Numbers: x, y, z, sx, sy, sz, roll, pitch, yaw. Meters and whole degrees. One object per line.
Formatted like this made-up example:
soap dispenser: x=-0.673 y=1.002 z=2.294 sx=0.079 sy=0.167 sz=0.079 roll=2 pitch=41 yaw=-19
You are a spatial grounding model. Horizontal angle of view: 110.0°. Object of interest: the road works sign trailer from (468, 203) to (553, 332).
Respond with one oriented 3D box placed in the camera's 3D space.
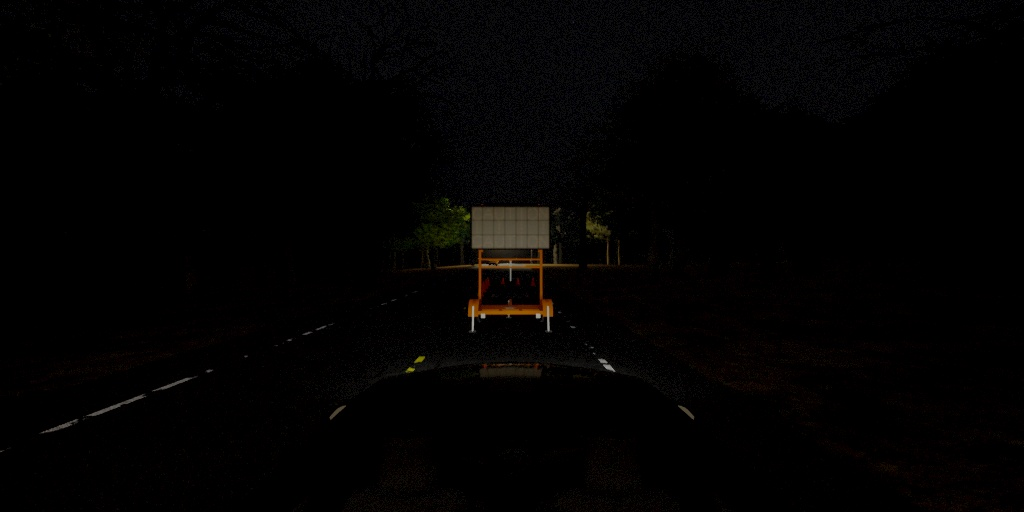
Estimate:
road works sign trailer: x=-0.043 y=0.214 z=10.838 sx=2.380 sy=3.560 sz=2.880 roll=0 pitch=0 yaw=0
